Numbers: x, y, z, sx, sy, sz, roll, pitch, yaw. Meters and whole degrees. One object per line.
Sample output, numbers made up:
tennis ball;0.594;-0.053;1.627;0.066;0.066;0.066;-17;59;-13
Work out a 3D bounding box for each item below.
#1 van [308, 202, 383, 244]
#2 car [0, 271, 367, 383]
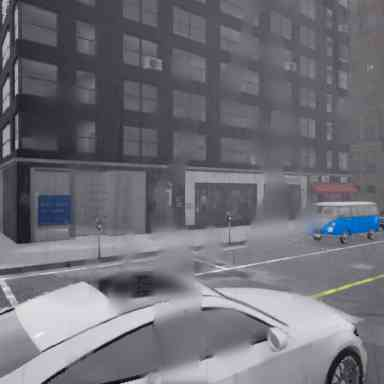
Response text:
van;7.074;1.342;15.444;3.998;1.788;1.690;0;0;-36
car;-0.264;1.525;3.121;4.674;1.442;1.812;0;0;-35
